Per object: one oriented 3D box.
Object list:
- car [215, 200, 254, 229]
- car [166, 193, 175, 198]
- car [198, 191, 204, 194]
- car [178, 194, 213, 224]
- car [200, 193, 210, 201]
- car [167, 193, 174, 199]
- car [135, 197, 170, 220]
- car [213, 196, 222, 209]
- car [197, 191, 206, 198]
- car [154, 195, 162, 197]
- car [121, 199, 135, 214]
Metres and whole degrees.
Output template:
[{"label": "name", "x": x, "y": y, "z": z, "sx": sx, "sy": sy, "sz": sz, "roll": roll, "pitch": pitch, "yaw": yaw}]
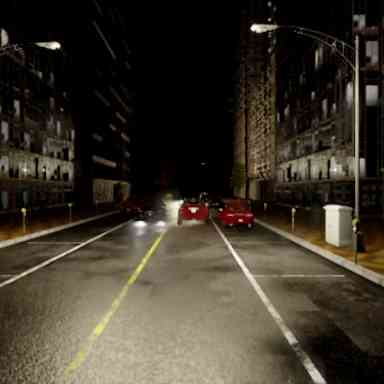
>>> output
[{"label": "car", "x": 2.694, "y": 1.425, "z": 20.648, "sx": 1.887, "sy": 1.381, "sz": 4.507, "roll": 0, "pitch": 0, "yaw": 0}, {"label": "car", "x": -5.680, "y": 0.955, "z": 88.966, "sx": 2.008, "sy": 1.369, "sz": 4.403, "roll": 0, "pitch": 0, "yaw": 0}, {"label": "car", "x": 0.103, "y": 1.103, "z": 40.744, "sx": 2.097, "sy": 1.767, "sz": 4.553, "roll": 0, "pitch": 0, "yaw": 0}, {"label": "car", "x": 0.102, "y": 1.215, "z": 23.511, "sx": 2.097, "sy": 1.767, "sz": 4.553, "roll": 0, "pitch": 0, "yaw": 0}, {"label": "car", "x": 2.699, "y": 0.973, "z": 71.877, "sx": 1.967, "sy": 1.590, "sz": 4.097, "roll": 0, "pitch": 0, "yaw": 0}, {"label": "car", "x": -5.681, "y": 0.975, "z": 83.102, "sx": 1.752, "sy": 1.417, "sz": 4.829, "roll": 0, "pitch": 0, "yaw": 0}, {"label": "car", "x": -2.998, "y": 1.353, "z": 26.130, "sx": 1.837, "sy": 1.490, "sz": 4.892, "roll": 0, "pitch": 0, "yaw": 0}, {"label": "car", "x": 2.695, "y": 1.336, "z": 37.725, "sx": 1.947, "sy": 1.339, "sz": 4.313, "roll": 0, "pitch": 0, "yaw": 0}, {"label": "car", "x": 2.702, "y": 0.675, "z": 94.644, "sx": 2.192, "sy": 1.841, "sz": 5.009, "roll": 0, "pitch": 0, "yaw": 0}, {"label": "car", "x": -5.684, "y": 1.239, "z": 49.118, "sx": 1.887, "sy": 1.381, "sz": 4.507, "roll": 0, "pitch": 0, "yaw": 0}, {"label": "car", "x": -5.686, "y": 1.353, "z": 32.040, "sx": 1.887, "sy": 1.381, "sz": 4.507, "roll": 0, "pitch": 0, "yaw": 0}]
